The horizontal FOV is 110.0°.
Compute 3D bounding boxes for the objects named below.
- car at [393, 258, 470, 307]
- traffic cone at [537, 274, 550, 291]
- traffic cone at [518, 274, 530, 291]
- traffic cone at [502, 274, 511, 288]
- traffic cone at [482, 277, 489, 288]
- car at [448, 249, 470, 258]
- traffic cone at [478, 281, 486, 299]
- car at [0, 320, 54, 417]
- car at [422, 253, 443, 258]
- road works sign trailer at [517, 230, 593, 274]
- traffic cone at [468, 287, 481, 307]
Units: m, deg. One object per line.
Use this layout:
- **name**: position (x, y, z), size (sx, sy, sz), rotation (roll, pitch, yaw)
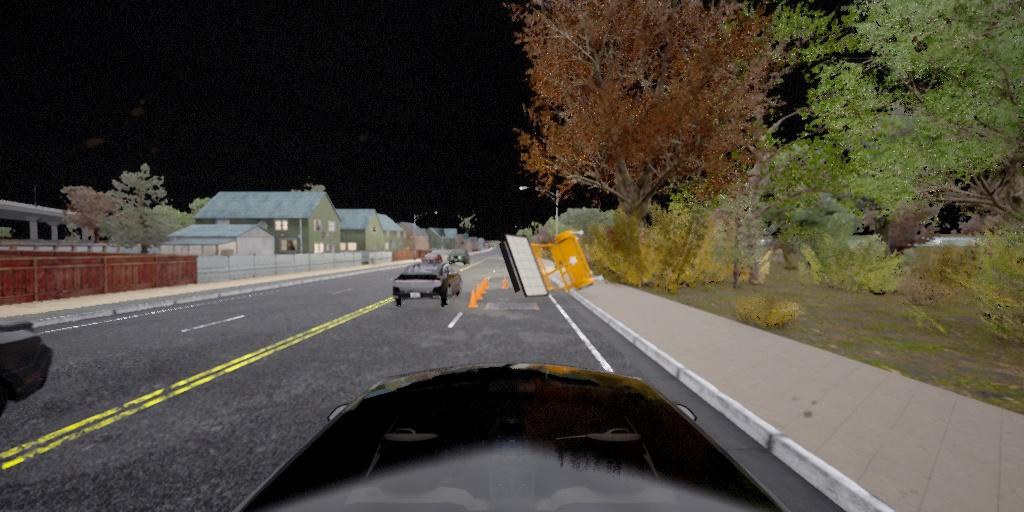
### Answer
- **car**: position (-3.134, 0.994, 14.027), size (2.128, 1.511, 4.902), rotation (0, 1, 0)
- **traffic cone**: position (1.639, 1.365, 18.671), size (0.340, 0.580, 0.340), rotation (0, 0, 0)
- **traffic cone**: position (0.639, 1.365, 18.674), size (0.340, 0.580, 0.340), rotation (0, 0, 0)
- **traffic cone**: position (-0.361, 1.365, 18.674), size (0.340, 0.580, 0.340), rotation (0, 0, 0)
- **traffic cone**: position (-1.362, 1.405, 16.676), size (0.340, 0.580, 0.340), rotation (0, 0, 0)
- **car**: position (-6.542, 0.098, 44.535), size (2.150, 2.045, 5.566), rotation (0, 1, 0)
- **traffic cone**: position (-1.365, 1.446, 14.676), size (0.340, 0.580, 0.340), rotation (0, 0, 0)
- **car**: position (-6.598, 1.242, 2.314), size (1.837, 1.490, 4.892), rotation (0, 1, 0)
- **car**: position (-9.792, 0.361, 44.094), size (1.882, 1.535, 5.008), rotation (0, 1, 0)
- **road works sign trailer**: position (2.170, -1.228, 14.897), size (2.880, 3.560, 2.380), rotation (0, 0, -40)
- **traffic cone**: position (-1.367, 1.486, 12.676), size (0.340, 0.580, 0.340), rotation (0, 0, 0)
